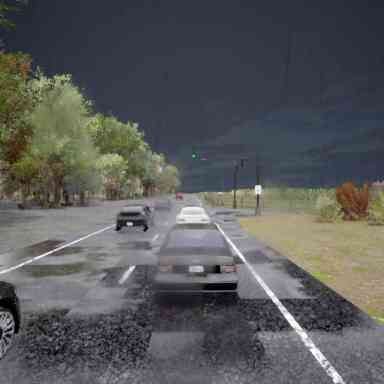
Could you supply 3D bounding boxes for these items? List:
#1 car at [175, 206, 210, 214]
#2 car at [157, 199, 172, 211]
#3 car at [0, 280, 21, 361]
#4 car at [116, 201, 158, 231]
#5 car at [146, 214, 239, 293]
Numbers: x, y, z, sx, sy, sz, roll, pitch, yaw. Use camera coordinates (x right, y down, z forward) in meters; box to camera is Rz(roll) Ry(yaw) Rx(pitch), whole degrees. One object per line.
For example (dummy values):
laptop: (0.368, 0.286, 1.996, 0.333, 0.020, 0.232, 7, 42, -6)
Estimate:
car: (0.041, 1.530, 18.613, 1.812, 1.442, 4.674, 0, 0, 0)
car: (-3.497, 1.554, 40.663, 2.033, 1.411, 5.357, 0, 0, 0)
car: (-3.405, 1.493, 2.913, 2.128, 1.511, 4.902, 0, 0, 0)
car: (-3.449, 1.510, 20.804, 1.837, 1.490, 4.892, 0, 0, 0)
car: (0.079, 1.550, 8.986, 2.033, 1.411, 5.357, 0, 0, 0)
